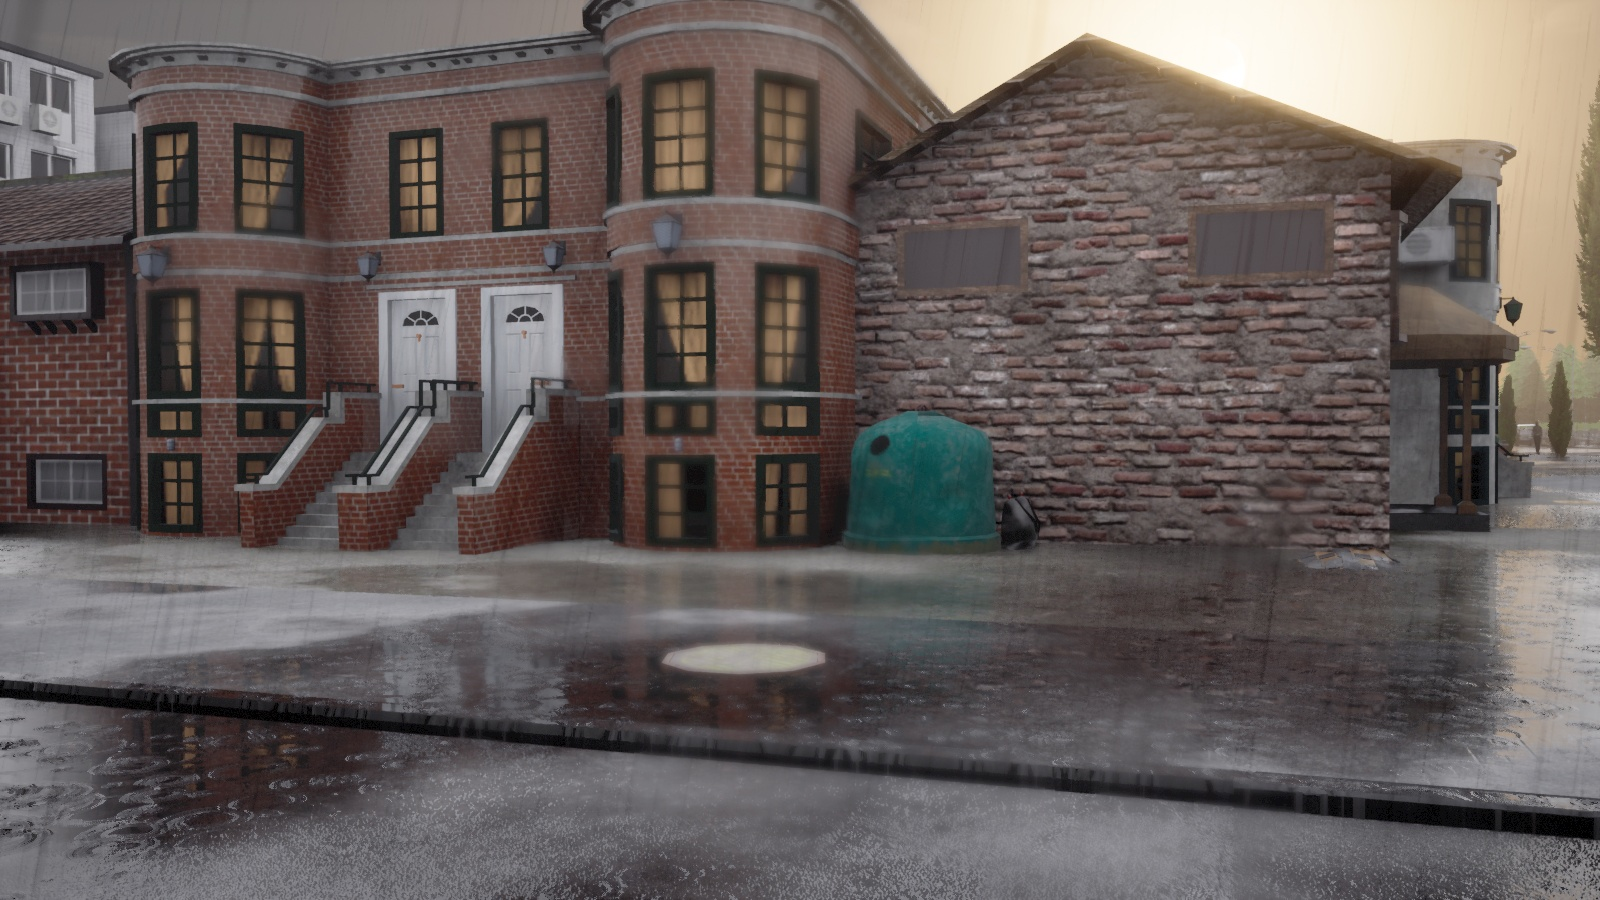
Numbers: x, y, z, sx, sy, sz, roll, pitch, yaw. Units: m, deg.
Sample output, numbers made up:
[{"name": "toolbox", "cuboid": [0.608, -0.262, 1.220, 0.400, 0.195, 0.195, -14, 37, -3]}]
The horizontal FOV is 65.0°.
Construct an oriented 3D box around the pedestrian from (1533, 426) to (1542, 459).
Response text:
[{"name": "pedestrian", "cuboid": [40.543, -0.417, 69.027, 0.331, 1.846, 0.634, 1, 1, 37]}]
